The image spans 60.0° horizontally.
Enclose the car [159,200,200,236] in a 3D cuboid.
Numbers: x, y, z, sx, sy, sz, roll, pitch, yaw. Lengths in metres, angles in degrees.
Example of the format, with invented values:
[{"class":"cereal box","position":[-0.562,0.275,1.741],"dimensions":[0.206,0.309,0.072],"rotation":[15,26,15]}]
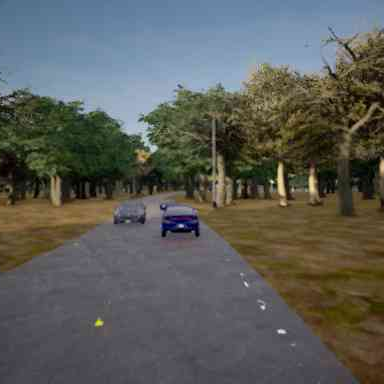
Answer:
[{"class":"car","position":[-0.685,1.436,18.186],"dimensions":[1.882,1.535,5.008],"rotation":[0,0,-4]}]

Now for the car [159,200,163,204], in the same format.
[{"class":"car","position":[-2.643,1.477,36.304],"dimensions":[1.895,1.301,4.718],"rotation":[0,0,-8]}]

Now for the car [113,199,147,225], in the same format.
[{"class":"car","position":[-4.279,1.301,23.527],"dimensions":[2.097,1.767,4.553],"rotation":[0,0,-6]}]
